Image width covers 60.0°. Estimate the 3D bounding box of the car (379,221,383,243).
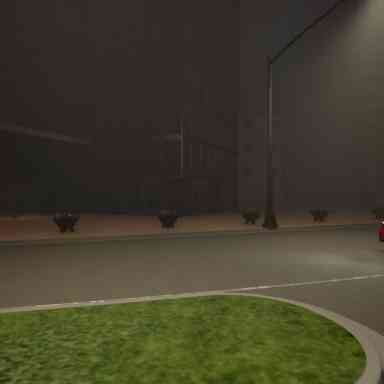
[{"bbox_3d":[9.825,1.223,12.703,5.566,2.045,2.150,0,0,-22],"label":"car"}]
